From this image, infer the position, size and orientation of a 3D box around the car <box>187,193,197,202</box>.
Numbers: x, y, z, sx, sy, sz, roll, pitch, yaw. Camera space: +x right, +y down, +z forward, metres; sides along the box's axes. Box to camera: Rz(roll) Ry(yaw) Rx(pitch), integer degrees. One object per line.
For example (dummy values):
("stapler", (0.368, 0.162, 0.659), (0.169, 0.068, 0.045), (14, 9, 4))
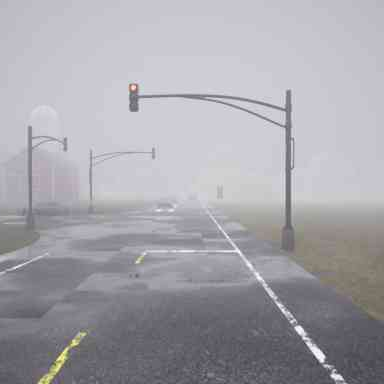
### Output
("car", (0.066, 1.134, 74.756), (2.150, 2.045, 5.566), (0, 0, 0))

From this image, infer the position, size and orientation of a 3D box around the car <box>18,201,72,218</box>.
("car", (-12.369, 1.434, 28.176), (4.181, 1.385, 1.994), (0, 1, -19))

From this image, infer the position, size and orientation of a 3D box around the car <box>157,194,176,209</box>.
("car", (-3.562, 1.443, 45.146), (1.882, 1.535, 5.008), (0, 0, 0))

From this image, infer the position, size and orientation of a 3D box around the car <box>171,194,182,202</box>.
("car", (-3.434, 1.256, 74.015), (2.097, 1.767, 4.553), (0, 0, 0))

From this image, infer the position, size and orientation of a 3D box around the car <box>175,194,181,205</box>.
("car", (-3.530, 1.509, 58.252), (1.994, 1.385, 4.181), (0, 0, 0))
